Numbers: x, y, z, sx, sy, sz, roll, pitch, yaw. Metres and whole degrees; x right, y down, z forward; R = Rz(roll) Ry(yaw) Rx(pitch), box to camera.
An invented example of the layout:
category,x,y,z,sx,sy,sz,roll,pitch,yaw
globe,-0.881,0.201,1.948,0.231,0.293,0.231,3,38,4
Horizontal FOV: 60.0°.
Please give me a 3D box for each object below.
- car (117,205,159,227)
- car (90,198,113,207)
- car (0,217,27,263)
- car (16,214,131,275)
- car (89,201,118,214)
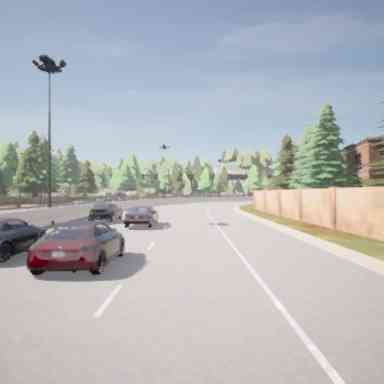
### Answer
category,x,y,z,sx,sy,sz,roll,pitch,yaw
car,-3.459,1.639,23.310,2.033,1.411,5.357,0,0,0
car,-15.435,1.748,56.891,1.812,1.442,4.674,0,0,11
car,-6.929,1.611,12.117,1.994,1.385,4.181,0,0,0
car,-3.435,1.604,10.619,1.994,1.385,4.181,0,-1,0
car,-6.930,1.613,27.104,1.837,1.490,4.892,0,0,0
